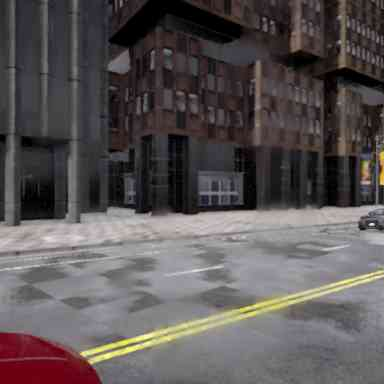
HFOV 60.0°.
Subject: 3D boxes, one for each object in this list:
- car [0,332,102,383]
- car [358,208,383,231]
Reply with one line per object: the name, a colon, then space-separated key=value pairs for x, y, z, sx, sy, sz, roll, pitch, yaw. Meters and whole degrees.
car: x=-2.862 y=1.467 z=1.398 sx=5.008 sy=1.535 sz=1.882 roll=1 pitch=-1 yaw=-35
car: x=11.878 y=1.678 z=20.135 sx=4.181 sy=1.385 sz=1.994 roll=0 pitch=0 yaw=-35
